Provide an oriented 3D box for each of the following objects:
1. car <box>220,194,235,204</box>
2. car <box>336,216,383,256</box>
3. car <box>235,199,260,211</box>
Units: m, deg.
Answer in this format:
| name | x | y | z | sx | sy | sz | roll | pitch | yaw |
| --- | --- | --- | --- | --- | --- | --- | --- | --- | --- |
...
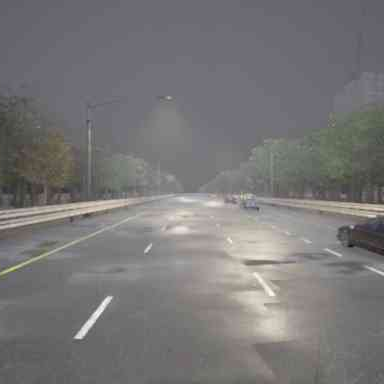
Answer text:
| name | x | y | z | sx | sy | sz | roll | pitch | yaw |
| --- | --- | --- | --- | --- | --- | --- | --- | --- | --- |
| car | 7.174 | 1.389 | 64.079 | 2.097 | 1.767 | 4.553 | 0 | 0 | 0 |
| car | 7.002 | 1.551 | 11.605 | 2.033 | 1.411 | 5.357 | 0 | 0 | 0 |
| car | 7.074 | 1.570 | 41.198 | 2.033 | 1.411 | 5.357 | 0 | 0 | 0 |
